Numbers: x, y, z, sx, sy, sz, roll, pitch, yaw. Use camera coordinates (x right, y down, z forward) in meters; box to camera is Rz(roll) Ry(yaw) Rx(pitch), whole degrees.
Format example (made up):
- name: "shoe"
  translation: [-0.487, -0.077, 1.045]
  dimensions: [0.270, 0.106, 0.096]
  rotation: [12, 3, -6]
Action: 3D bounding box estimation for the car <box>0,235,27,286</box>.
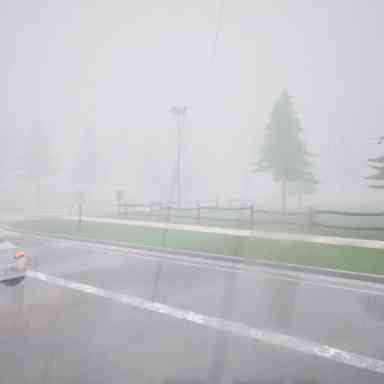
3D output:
- name: "car"
  translation: [-5.847, 1.526, 8.114]
  dimensions: [4.674, 1.442, 1.812]
  rotation: [0, 0, 36]
